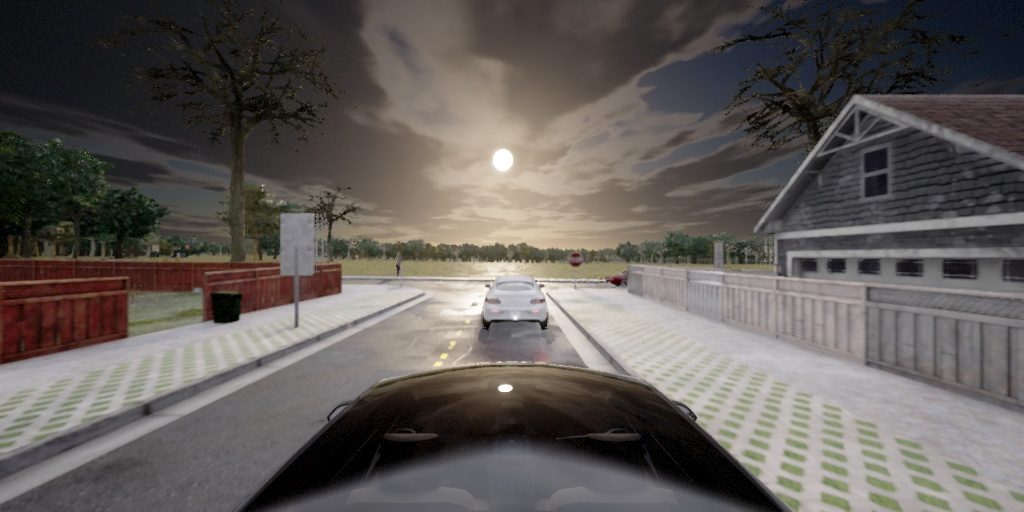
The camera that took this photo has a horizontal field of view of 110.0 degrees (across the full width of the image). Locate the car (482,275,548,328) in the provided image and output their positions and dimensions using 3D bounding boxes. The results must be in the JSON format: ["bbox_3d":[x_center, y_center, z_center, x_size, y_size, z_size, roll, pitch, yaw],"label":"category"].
[{"bbox_3d":[0.091,1.320,11.388,1.812,1.442,4.674,0,0,0],"label":"car"}]

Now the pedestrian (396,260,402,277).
[{"bbox_3d":[-9.719,0.885,30.671,0.375,1.860,0.375,0,-1,0],"label":"pedestrian"}]

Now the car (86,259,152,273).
[{"bbox_3d":[-26.439,0.959,24.683,5.008,1.535,1.882,1,0,0],"label":"car"}]

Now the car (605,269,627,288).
[{"bbox_3d":[9.109,1.610,25.271,4.718,1.301,1.895,1,0,-1],"label":"car"}]
